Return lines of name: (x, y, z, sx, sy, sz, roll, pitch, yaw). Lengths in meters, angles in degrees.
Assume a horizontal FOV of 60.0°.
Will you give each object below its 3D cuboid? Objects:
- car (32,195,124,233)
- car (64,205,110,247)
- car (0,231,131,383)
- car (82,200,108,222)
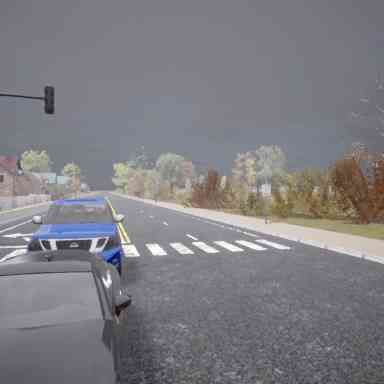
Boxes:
car: (-3.342, 1.218, 10.064, 2.150, 2.045, 5.566, 0, 0, -15)
car: (-4.960, 1.498, 16.147, 1.837, 1.490, 4.892, 0, 0, -15)
car: (-1.743, 1.524, 3.965, 1.812, 1.442, 4.674, 0, 0, -12)
car: (-7.966, 1.463, 27.457, 1.882, 1.535, 5.008, 0, 0, -15)
